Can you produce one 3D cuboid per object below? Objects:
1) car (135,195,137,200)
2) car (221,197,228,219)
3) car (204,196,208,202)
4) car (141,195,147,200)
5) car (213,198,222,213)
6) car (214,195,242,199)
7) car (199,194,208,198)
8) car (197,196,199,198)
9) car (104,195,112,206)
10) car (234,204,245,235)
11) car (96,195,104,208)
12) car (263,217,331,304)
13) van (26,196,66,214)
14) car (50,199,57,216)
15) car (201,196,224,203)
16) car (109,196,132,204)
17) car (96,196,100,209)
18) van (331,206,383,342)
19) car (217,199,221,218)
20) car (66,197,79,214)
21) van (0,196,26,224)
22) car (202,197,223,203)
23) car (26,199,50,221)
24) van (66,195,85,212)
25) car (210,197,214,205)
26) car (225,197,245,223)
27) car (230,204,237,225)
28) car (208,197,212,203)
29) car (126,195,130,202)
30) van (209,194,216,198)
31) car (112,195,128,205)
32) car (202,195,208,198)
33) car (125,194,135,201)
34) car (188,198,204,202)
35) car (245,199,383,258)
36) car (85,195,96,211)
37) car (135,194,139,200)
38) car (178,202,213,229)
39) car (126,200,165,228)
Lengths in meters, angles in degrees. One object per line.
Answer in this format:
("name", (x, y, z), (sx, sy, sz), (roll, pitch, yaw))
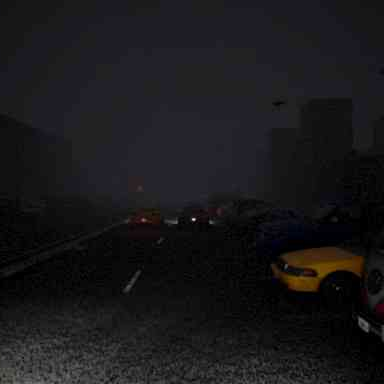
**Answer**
("car", (-15.536, 1.862, 74.937), (4.674, 1.452, 2.002), (0, 0, 0))
("car", (4.679, 1.422, 24.070), (4.553, 1.767, 2.185), (0, 0, 0))
("car", (4.705, 1.684, 49.081), (4.892, 1.521, 2.231), (0, 0, 0))
("car", (-15.521, 1.618, 88.855), (5.566, 2.045, 2.435), (0, 0, 0))
("car", (4.706, 1.576, 29.624), (5.008, 1.535, 2.097), (0, 0, 0))
("car", (4.742, 1.465, 32.406), (4.553, 1.767, 2.185), (0, 0, 0))
("car", (4.683, 1.500, 62.981), (5.566, 2.045, 2.435), (0, 0, 0))
("car", (4.799, 1.626, 90.766), (5.566, 2.045, 2.435), (0, 0, 0))
("car", (-15.549, 1.475, 50.249), (5.566, 2.045, 2.435), (0, 0, 0))
("car", (4.704, 1.516, 15.731), (4.892, 1.521, 2.231), (0, 0, 0))
("car", (-15.549, 1.586, 47.613), (4.553, 1.767, 2.185), (0, 0, 0))
("car", (4.525, 1.489, 7.395), (5.366, 1.575, 1.946), (0, 0, 0))
("van", (-15.624, 1.402, 33.700), (4.442, 1.987, 1.878), (0, 0, 0))
("car", (-15.503, 1.651, 30.942), (4.674, 1.452, 2.002), (0, 0, 0))
("car", (4.921, 1.821, 79.647), (5.366, 1.575, 1.946), (0, 0, 0))
("car", (-15.506, 1.689, 72.310), (4.553, 1.767, 2.185), (0, 0, 0))
("car", (-15.511, 1.695, 44.855), (5.008, 1.535, 2.097), (0, 0, 0))
("van", (4.594, 1.261, 4.616), (4.442, 1.987, 1.878), (0, 0, 0))
("car", (4.717, 1.563, 26.847), (4.892, 1.521, 2.231), (0, 0, 0))
("car", (-15.515, 1.644, 36.457), (5.008, 1.535, 2.097), (0, 0, 0))
("van", (-15.618, 1.355, 25.427), (4.442, 1.987, 1.878), (0, 0, 0))
("car", (4.756, 1.842, 76.869), (4.792, 1.488, 2.163), (0, 0, 0))
("car", (-15.318, 1.593, 28.185), (5.366, 1.575, 1.946), (0, 0, 0))
("van", (-15.395, 1.436, 39.216), (4.442, 1.987, 1.878), (0, 0, 0))
("car", (4.706, 1.607, 35.184), (5.008, 1.535, 2.097), (0, 0, 0))
("car", (4.679, 1.411, 21.290), (4.553, 1.767, 2.185), (0, 0, 0))
("car", (4.708, 1.565, 18.510), (4.674, 1.452, 2.002), (0, 0, 0))
("car", (4.713, 1.678, 40.743), (4.674, 1.452, 2.002), (0, 0, 0))
("car", (-15.535, 1.838, 66.793), (4.674, 1.452, 2.002), (0, 0, 0))
("van", (4.828, 1.428, 43.524), (4.442, 1.987, 1.878), (0, 0, 0))
("car", (-15.501, 1.817, 64.035), (4.792, 1.488, 2.163), (0, 0, 0))
("car", (4.682, 1.768, 60.199), (4.792, 1.488, 2.163), (0, 0, 0))
("car", (-15.507, 1.555, 69.553), (5.566, 2.045, 2.435), (0, 0, 0))
("car", (0.101, 1.710, 38.647), (1.994, 1.385, 4.181), (0, 0, 0))
("car", (4.682, 1.247, 10.173), (5.566, 2.045, 2.435), (0, 0, 0))
("car", (-15.542, 1.427, 41.974), (5.566, 2.045, 2.435), (0, 0, 0))
("car", (-15.539, 1.870, 77.825), (4.674, 1.452, 2.002), (0, 0, 0))
("car", (0.100, 1.623, 22.028), (1.994, 1.385, 4.181), (0, 0, 0))
("car", (-2.899, 1.539, 22.468), (1.882, 1.535, 5.008), (0, 0, 0))
